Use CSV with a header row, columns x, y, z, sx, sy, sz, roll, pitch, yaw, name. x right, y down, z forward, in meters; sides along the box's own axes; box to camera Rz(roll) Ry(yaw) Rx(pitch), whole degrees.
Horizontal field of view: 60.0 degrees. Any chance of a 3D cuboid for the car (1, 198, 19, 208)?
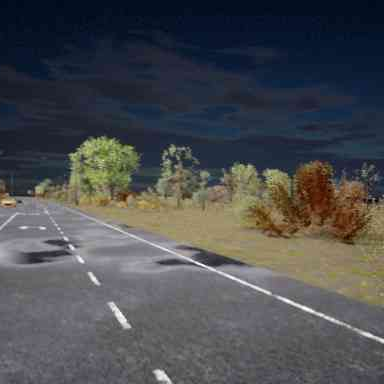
x,y,z,sx,sy,sz,roll,pitch,yaw,name
-29.794,1.763,54.160,1.882,1.535,5.008,2,-2,-26,car
